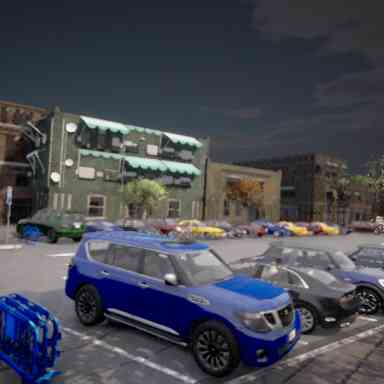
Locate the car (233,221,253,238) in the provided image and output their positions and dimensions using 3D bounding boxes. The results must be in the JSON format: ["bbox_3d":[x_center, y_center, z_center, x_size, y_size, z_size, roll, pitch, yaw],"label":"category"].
[{"bbox_3d":[2.679,3.369,30.724,4.892,1.521,2.231,0,-4,34],"label":"car"}]

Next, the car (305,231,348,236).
[{"bbox_3d":[6.850,2.794,12.783,4.553,1.767,2.185,2,-1,34],"label":"car"}]

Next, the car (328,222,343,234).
[{"bbox_3d":[14.493,4.277,39.474,5.366,1.575,1.946,1,-3,34],"label":"car"}]

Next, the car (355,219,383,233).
[{"bbox_3d":[24.202,4.888,46.325,4.553,1.767,2.185,1,-4,34],"label":"car"}]

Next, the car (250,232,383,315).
[{"bbox_3d":[4.357,2.605,11.056,4.553,1.767,2.185,2,-2,34],"label":"car"}]

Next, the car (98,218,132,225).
[{"bbox_3d":[-6.889,2.677,23.803,4.674,1.452,2.002,0,-3,34],"label":"car"}]

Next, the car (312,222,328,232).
[{"bbox_3d":[12.260,4.100,37.650,5.008,1.535,2.097,1,-3,34],"label":"car"}]

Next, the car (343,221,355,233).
[{"bbox_3d":[17.068,4.495,41.098,4.792,1.488,2.163,1,-4,34],"label":"car"}]

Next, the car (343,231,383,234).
[{"bbox_3d":[9.294,2.981,14.559,4.553,1.767,2.185,2,-1,34],"label":"car"}]

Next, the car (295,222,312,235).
[{"bbox_3d":[9.706,3.912,36.014,5.366,1.575,1.946,0,-3,34],"label":"car"}]

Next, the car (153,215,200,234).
[{"bbox_3d":[-2.121,2.877,27.291,4.553,1.767,2.185,0,-4,34],"label":"car"}]

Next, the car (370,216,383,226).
[{"bbox_3d":[44.986,7.048,80.671,2.435,2.045,5.566,1,-2,35],"label":"car"}]

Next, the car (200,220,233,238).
[{"bbox_3d":[0.448,3.184,28.899,5.366,1.575,1.946,1,-4,34],"label":"car"}]

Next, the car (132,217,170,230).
[{"bbox_3d":[-4.498,2.821,25.538,4.892,1.521,2.231,1,-4,34],"label":"car"}]

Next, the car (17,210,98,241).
[{"bbox_3d":[-9.297,2.202,22.094,5.566,2.045,2.435,1,-3,34],"label":"car"}]

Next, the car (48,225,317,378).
[{"bbox_3d":[-0.473,2.108,7.497,5.566,2.045,2.435,2,-2,34],"label":"car"}]

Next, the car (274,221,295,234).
[{"bbox_3d":[7.466,3.733,34.180,5.008,1.535,2.097,1,-4,34],"label":"car"}]

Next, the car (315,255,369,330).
[{"bbox_3d":[1.933,2.546,9.260,4.892,1.521,2.231,2,-1,34],"label":"car"}]

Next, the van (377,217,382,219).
[{"bbox_3d":[31.311,5.334,51.567,4.442,1.987,1.878,1,-3,34],"label":"van"}]

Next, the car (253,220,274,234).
[{"bbox_3d":[5.050,3.580,32.466,4.792,1.488,2.163,1,-3,34],"label":"car"}]
